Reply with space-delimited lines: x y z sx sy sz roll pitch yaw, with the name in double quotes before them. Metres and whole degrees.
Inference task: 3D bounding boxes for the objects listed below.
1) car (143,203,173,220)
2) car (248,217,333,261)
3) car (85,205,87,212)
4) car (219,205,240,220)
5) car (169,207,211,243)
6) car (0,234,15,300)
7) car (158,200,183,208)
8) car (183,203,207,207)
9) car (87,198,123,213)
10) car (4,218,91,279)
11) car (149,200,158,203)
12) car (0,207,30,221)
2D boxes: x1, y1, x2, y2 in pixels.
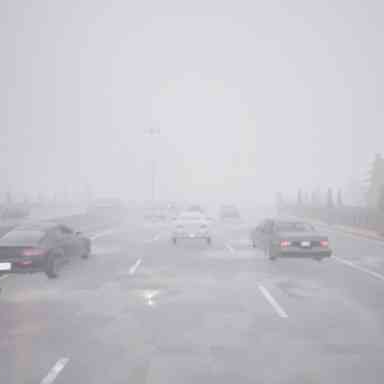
"car" -3.410 2.018 32.535 1.895 1.301 4.718 0 -1 4
"car" 3.506 1.685 12.829 2.033 1.411 5.357 0 -1 -1
"car" -12.486 1.869 45.753 2.150 2.045 5.566 -1 -1 11
"car" 3.603 1.911 32.058 2.033 1.411 5.357 0 -1 4
"car" -0.032 1.739 17.244 1.812 1.442 4.674 0 -1 -1
"car" -4.570 1.611 4.481 1.812 1.442 4.674 0 -1 -1
"car" -2.406 1.879 42.729 2.097 1.767 4.553 -1 -1 11
"car" 0.509 1.939 36.480 1.837 1.490 4.892 -1 -1 6
"car" -9.919 1.769 39.503 2.150 2.045 5.566 -1 -1 8
"car" -4.623 1.684 10.481 1.812 1.442 4.674 0 -1 -1
"car" -7.855 2.465 71.856 2.128 1.511 4.902 -1 -1 25
"car" -17.571 2.103 31.755 1.895 1.301 4.718 0 -1 3
